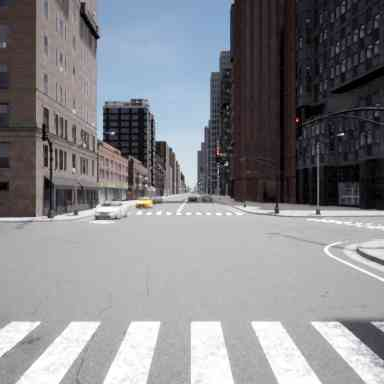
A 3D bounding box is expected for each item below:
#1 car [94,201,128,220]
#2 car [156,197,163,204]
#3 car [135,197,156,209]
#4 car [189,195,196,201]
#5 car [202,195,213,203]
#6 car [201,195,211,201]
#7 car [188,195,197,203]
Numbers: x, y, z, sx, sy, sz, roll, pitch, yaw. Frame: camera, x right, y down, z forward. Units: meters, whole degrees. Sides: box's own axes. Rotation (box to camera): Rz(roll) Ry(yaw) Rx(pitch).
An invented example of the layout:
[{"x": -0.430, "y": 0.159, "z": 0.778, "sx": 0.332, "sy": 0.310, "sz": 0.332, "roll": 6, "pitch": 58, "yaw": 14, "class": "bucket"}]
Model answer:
[{"x": -6.699, "y": 1.526, "z": 27.978, "sx": 1.812, "sy": 1.442, "sz": 4.674, "roll": 0, "pitch": 0, "yaw": 3, "class": "car"}, {"x": -6.466, "y": 1.570, "z": 62.410, "sx": 1.994, "sy": 1.385, "sz": 4.181, "roll": 0, "pitch": 0, "yaw": 0, "class": "car"}, {"x": -6.525, "y": 1.483, "z": 45.365, "sx": 1.882, "sy": 1.535, "sz": 5.008, "roll": 0, "pitch": 0, "yaw": 0, "class": "car"}, {"x": 0.130, "y": 1.447, "z": 81.397, "sx": 1.882, "sy": 1.535, "sz": 5.008, "roll": 0, "pitch": 0, "yaw": 0, "class": "car"}, {"x": 3.363, "y": 1.528, "z": 70.973, "sx": 2.128, "sy": 1.511, "sz": 4.902, "roll": 0, "pitch": 0, "yaw": 0, "class": "car"}, {"x": 3.379, "y": 1.494, "z": 81.393, "sx": 2.128, "sy": 1.511, "sz": 4.902, "roll": 0, "pitch": 0, "yaw": 0, "class": "car"}, {"x": 0.113, "y": 1.480, "z": 70.978, "sx": 1.882, "sy": 1.535, "sz": 5.008, "roll": 0, "pitch": 0, "yaw": 0, "class": "car"}]
